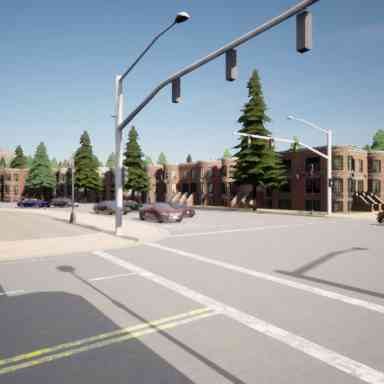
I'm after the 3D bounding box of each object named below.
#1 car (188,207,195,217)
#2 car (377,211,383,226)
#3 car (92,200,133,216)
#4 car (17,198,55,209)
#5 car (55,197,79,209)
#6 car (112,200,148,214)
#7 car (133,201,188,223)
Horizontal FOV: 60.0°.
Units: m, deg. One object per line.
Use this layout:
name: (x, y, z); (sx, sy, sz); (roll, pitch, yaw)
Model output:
car: (-1.530, 1.564, 30.097); (1.994, 1.385, 4.181); (0, 0, -37)
car: (14.184, 1.477, 20.610); (1.882, 1.535, 5.008); (0, 0, -35)
car: (-8.191, 1.547, 33.264); (2.033, 1.411, 5.357); (0, 0, -38)
car: (-20.884, 1.601, 44.117); (4.718, 1.301, 1.895); (0, 0, 28)
car: (-17.823, 1.488, 46.336); (4.902, 1.511, 2.128); (0, 0, 30)
car: (-7.014, 1.601, 37.193); (1.895, 1.301, 4.718); (0, 0, -41)
car: (-2.520, 1.526, 25.579); (1.812, 1.442, 4.674); (0, 0, -35)
